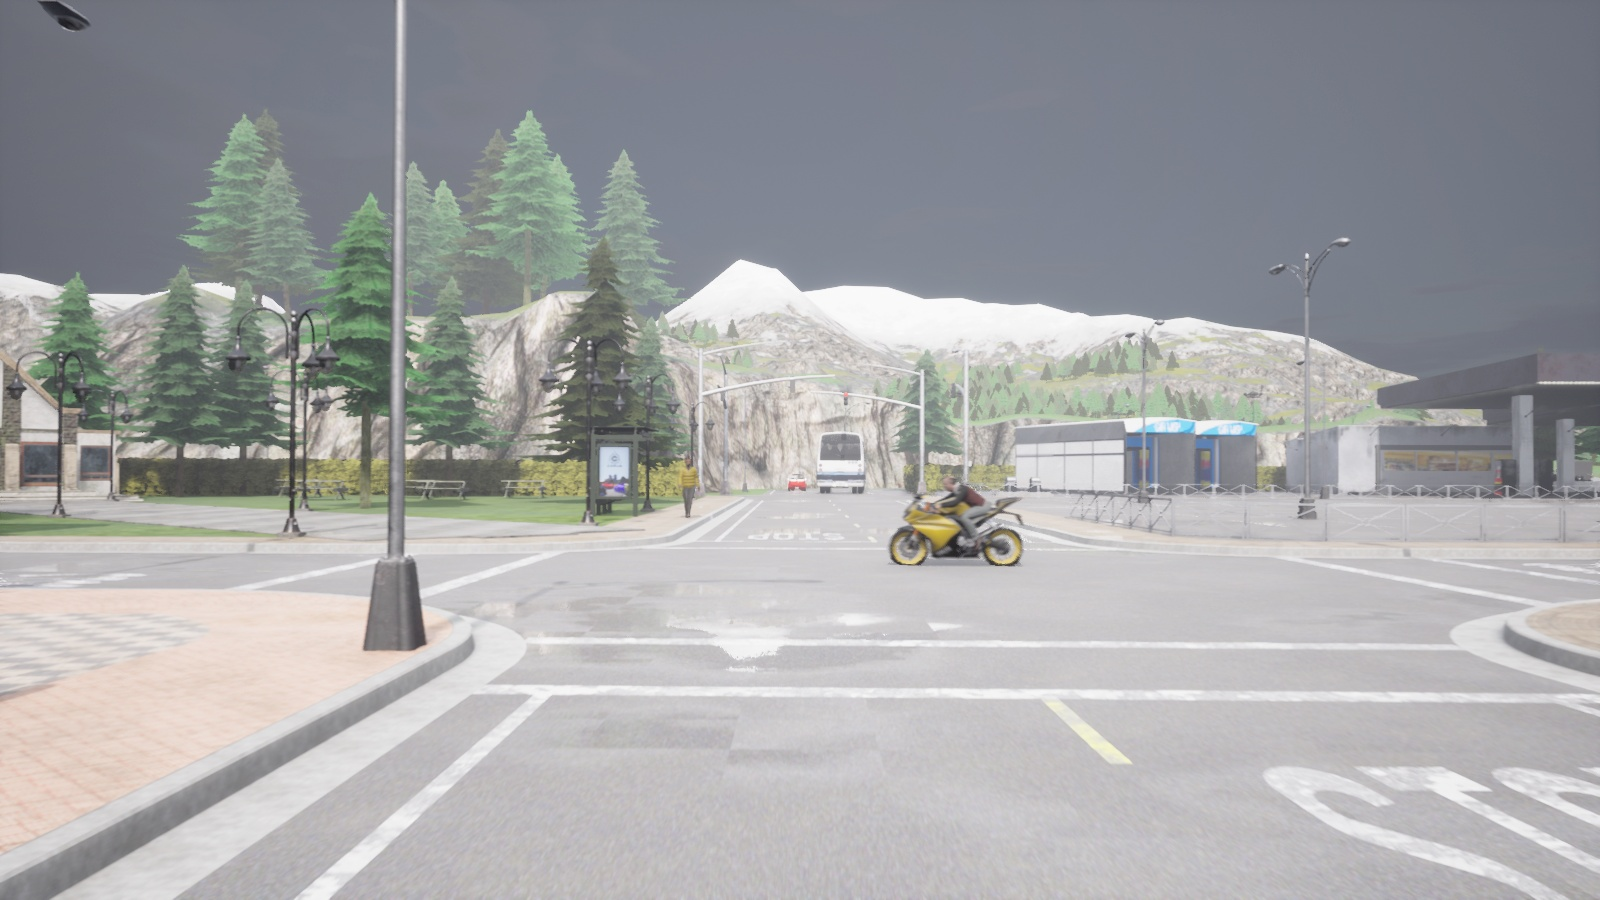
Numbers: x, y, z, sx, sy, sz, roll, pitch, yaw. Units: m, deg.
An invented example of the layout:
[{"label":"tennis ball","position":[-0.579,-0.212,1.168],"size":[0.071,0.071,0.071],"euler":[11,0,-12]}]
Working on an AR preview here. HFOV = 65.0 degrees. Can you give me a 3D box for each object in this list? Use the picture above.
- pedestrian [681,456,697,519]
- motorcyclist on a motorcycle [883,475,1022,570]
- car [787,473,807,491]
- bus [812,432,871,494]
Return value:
[{"label":"pedestrian","position":[-3.272,1.102,36.951],"size":[0.431,1.840,0.709],"euler":[0,-1,-2]},{"label":"motorcyclist on a motorcycle","position":[2.496,1.182,20.777],"size":[2.191,1.530,0.866],"euler":[0,-1,0]},{"label":"car","position":[-0.205,2.487,96.575],"size":[1.481,1.376,2.207],"euler":[0,-1,1]},{"label":"bus","position":[3.117,0.956,91.426],"size":[3.944,4.253,10.273],"euler":[0,-1,4]}]
